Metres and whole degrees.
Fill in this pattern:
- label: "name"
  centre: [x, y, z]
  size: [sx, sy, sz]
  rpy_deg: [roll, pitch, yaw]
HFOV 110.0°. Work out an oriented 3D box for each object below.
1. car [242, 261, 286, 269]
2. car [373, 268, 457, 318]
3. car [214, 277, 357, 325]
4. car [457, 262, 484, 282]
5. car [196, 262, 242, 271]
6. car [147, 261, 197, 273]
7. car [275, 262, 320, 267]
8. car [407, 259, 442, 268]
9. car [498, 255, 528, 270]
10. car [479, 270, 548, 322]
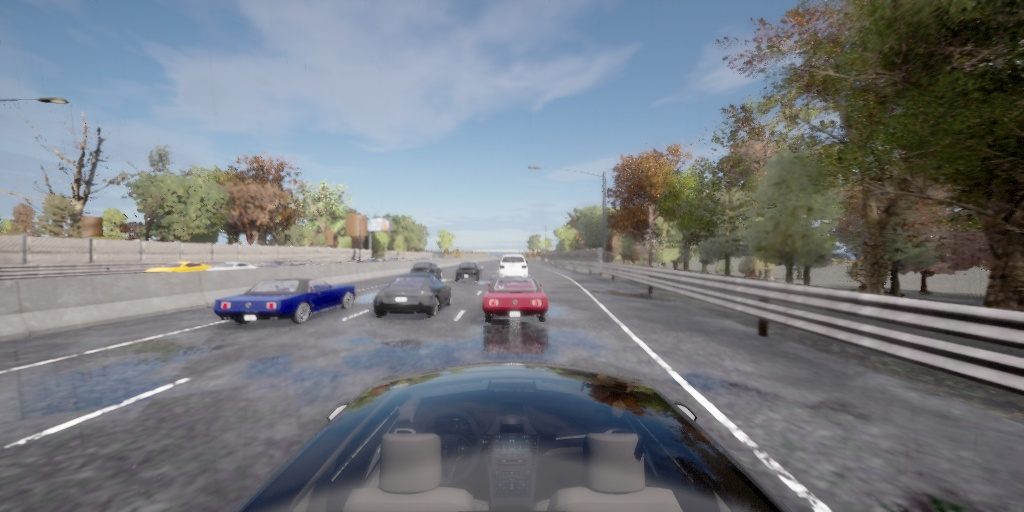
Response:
- label: "car"
  centre: [-21.098, 1.230, 32.110]
  size: [2.128, 1.511, 4.902]
  rpy_deg: [0, 0, 0]
- label: "car"
  centre: [-3.405, 1.307, 13.043]
  size: [1.994, 1.385, 4.181]
  rpy_deg: [0, 0, 0]
- label: "car"
  centre: [-6.905, 1.344, 11.700]
  size: [1.895, 1.301, 4.718]
  rpy_deg: [0, 0, 0]
- label: "car"
  centre: [-3.406, 1.243, 29.175]
  size: [1.837, 1.490, 4.892]
  rpy_deg: [0, 0, 0]
- label: "car"
  centre: [-24.598, 1.264, 31.539]
  size: [1.812, 1.442, 4.674]
  rpy_deg: [0, 0, 0]
- label: "car"
  centre: [-27.924, 1.216, 30.292]
  size: [1.882, 1.535, 5.008]
  rpy_deg: [0, 0, -1]
- label: "car"
  centre: [-17.601, 1.339, 30.682]
  size: [1.895, 1.301, 4.718]
  rpy_deg: [0, 0, 0]
- label: "car"
  centre: [-6.906, 1.243, 29.191]
  size: [1.837, 1.490, 4.892]
  rpy_deg: [0, 0, 0]
- label: "car"
  centre: [0.094, 0.960, 28.202]
  size: [2.150, 2.045, 5.566]
  rpy_deg: [0, 0, 0]
- label: "car"
  centre: [0.096, 1.344, 12.292]
  size: [1.895, 1.301, 4.718]
  rpy_deg: [0, 0, 0]
